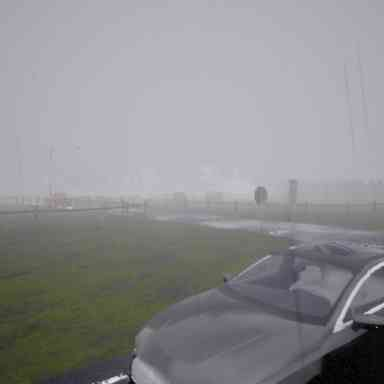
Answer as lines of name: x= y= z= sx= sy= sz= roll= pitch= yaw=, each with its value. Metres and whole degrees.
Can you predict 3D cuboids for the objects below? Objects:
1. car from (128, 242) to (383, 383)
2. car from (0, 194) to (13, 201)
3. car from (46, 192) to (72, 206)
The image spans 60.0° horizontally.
car: x=1.616 y=1.462 z=4.102 sx=4.902 sy=1.511 sz=2.128 roll=-1 pitch=0 yaw=-36
car: x=-45.024 y=1.311 z=80.696 sx=1.882 sy=1.535 sz=5.008 roll=1 pitch=-1 yaw=-45
car: x=-19.691 y=1.027 z=49.085 sx=2.150 sy=2.045 sz=5.566 roll=1 pitch=0 yaw=-40
